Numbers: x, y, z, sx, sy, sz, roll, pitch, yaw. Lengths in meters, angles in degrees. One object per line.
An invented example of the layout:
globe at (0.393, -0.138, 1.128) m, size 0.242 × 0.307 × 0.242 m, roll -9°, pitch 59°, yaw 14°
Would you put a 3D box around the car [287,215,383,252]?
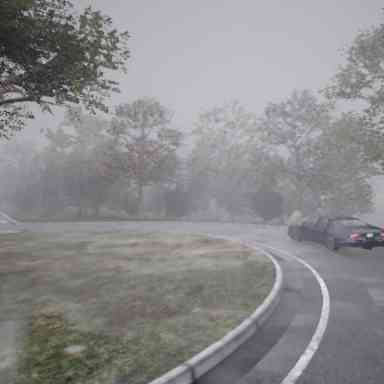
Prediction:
car at (6.271, 1.742, 15.048) m, size 2.033 × 1.411 × 5.357 m, roll -1°, pitch -1°, yaw -10°
